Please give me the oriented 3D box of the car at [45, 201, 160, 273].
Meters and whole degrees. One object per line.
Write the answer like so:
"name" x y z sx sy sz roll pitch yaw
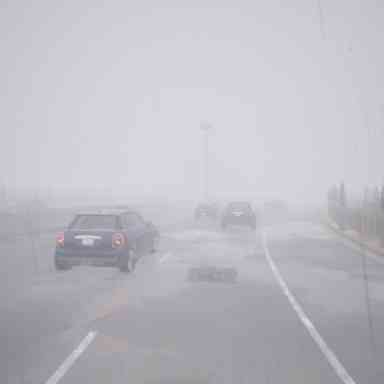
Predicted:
"car" -2.492 1.337 10.843 2.097 1.767 4.553 0 0 7

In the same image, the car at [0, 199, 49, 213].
"car" -15.867 1.421 31.743 1.837 1.490 4.892 0 0 17

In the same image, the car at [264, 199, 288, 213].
"car" 9.731 1.511 38.477 1.882 1.535 5.008 0 0 27

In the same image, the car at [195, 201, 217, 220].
"car" 1.651 1.504 28.411 1.837 1.490 4.892 0 0 18

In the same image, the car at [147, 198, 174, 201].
"car" -3.567 1.613 43.700 1.895 1.301 4.718 0 0 26

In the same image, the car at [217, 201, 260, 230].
"car" 3.251 1.360 21.688 2.097 1.767 4.553 0 0 15
